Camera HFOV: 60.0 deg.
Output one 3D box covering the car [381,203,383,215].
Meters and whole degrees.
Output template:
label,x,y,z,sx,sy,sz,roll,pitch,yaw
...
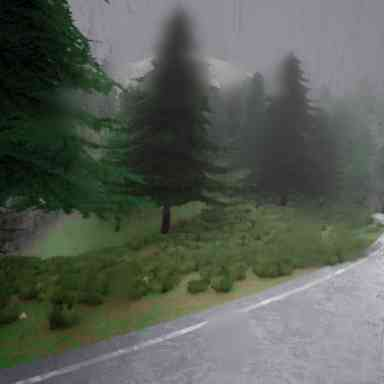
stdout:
label,x,y,z,sx,sy,sz,roll,pitch,yaw
car,17.903,1.393,29.192,2.033,1.411,5.357,2,1,23
